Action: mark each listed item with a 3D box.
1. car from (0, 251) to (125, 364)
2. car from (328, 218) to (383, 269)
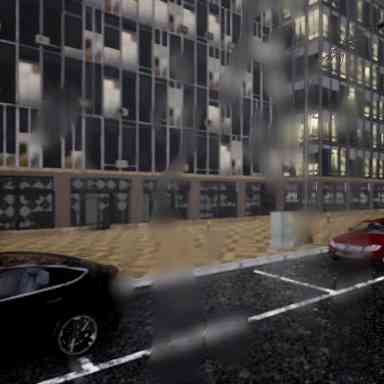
[{"bbox_3d":[-3.025,1.563,4.403,4.313,1.339,1.947,0,0,-35],"label":"car"},{"bbox_3d":[6.262,1.552,10.986,4.206,1.307,1.802,0,0,-35],"label":"car"}]
